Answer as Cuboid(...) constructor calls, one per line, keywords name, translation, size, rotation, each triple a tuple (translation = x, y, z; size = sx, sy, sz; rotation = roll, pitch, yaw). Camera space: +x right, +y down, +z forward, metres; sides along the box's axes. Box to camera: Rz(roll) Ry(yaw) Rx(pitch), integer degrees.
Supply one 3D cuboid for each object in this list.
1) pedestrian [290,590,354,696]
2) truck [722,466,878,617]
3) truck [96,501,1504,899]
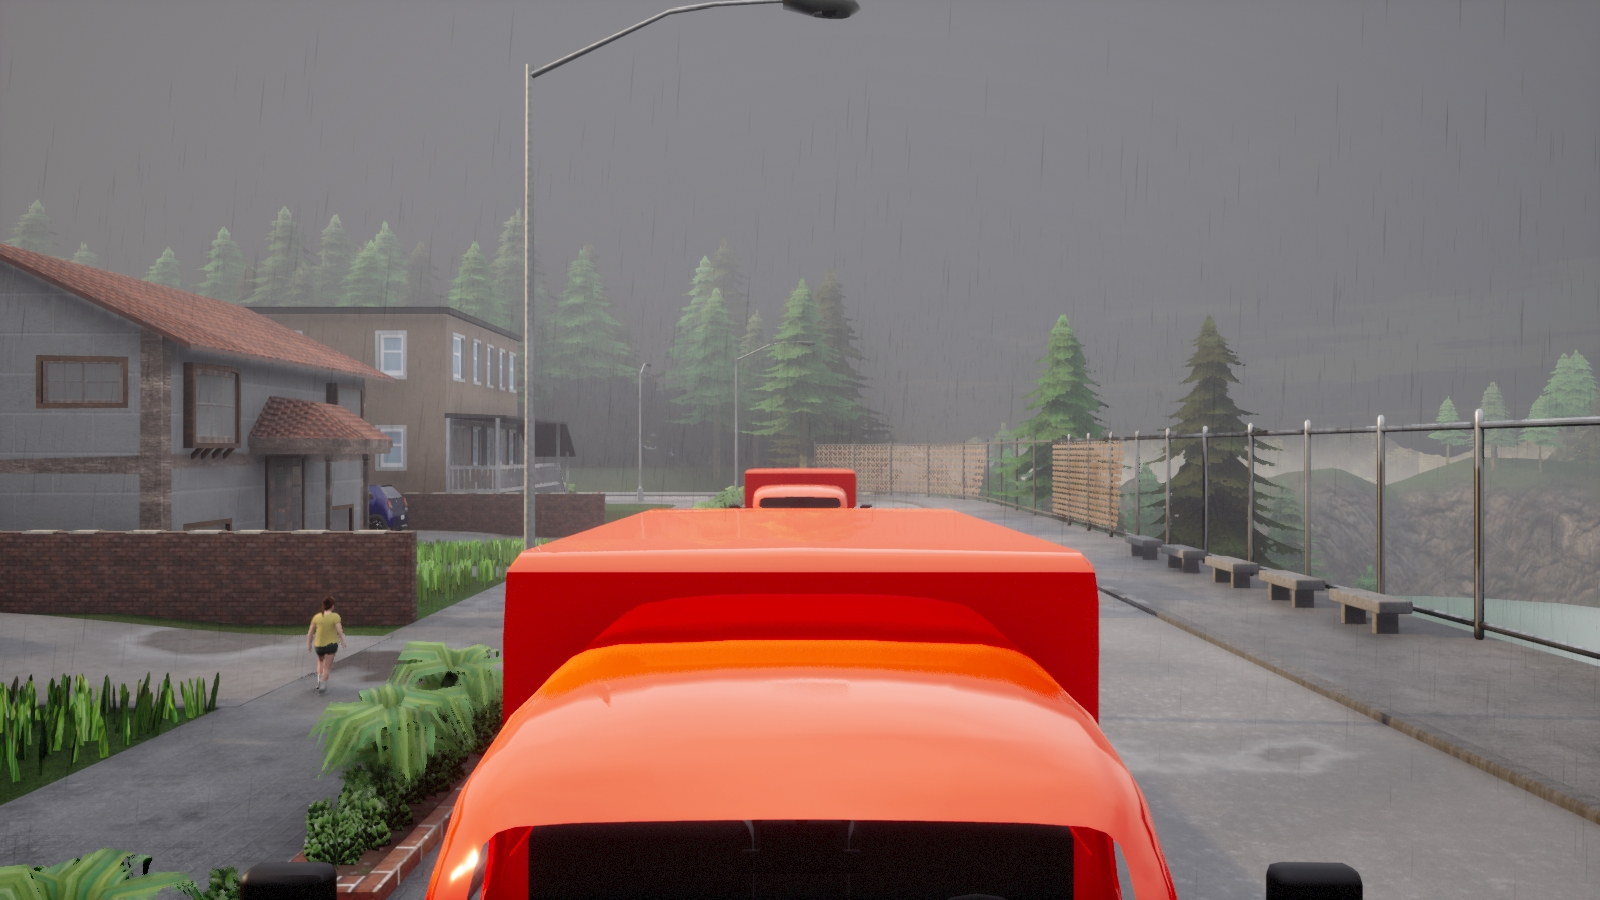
Cuboid(name="pedestrian", translation=(-5.302, 2.132, 12.695), size=(0.500, 1.100, 0.500), rotation=(0, 0, 0))
Cuboid(name="truck", translation=(0.002, 1.582, 21.848), size=(2.627, 2.467, 5.204), rotation=(0, 0, 0))
Cuboid(name="truck", translation=(0.000, 1.569, 4.736), size=(2.627, 2.467, 5.204), rotation=(0, 0, 0))
